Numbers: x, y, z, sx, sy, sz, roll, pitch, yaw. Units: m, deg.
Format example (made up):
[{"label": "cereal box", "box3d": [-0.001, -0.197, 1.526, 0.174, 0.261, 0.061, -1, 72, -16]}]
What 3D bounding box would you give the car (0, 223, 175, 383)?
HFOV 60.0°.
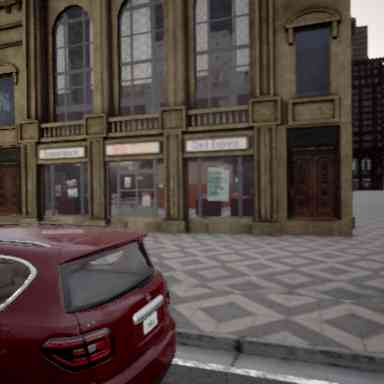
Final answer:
[{"label": "car", "box3d": [-2.649, 1.319, 3.831, 5.009, 1.841, 2.192, -1, 1, 18]}]
